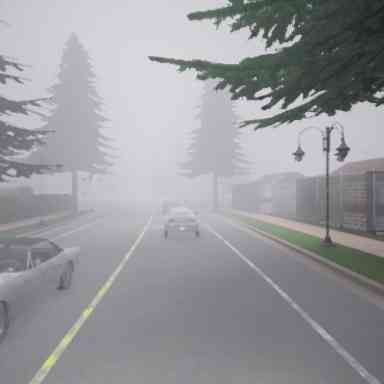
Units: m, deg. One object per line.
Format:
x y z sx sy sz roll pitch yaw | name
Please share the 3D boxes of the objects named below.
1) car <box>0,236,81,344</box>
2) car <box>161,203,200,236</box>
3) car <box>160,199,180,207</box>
-3.731 1.610 6.314 1.895 1.301 4.718 0 0 -2 | car
-0.622 1.538 18.395 1.812 1.442 4.674 0 0 -4 | car
-2.279 1.516 35.287 2.128 1.511 4.902 0 0 -7 | car
